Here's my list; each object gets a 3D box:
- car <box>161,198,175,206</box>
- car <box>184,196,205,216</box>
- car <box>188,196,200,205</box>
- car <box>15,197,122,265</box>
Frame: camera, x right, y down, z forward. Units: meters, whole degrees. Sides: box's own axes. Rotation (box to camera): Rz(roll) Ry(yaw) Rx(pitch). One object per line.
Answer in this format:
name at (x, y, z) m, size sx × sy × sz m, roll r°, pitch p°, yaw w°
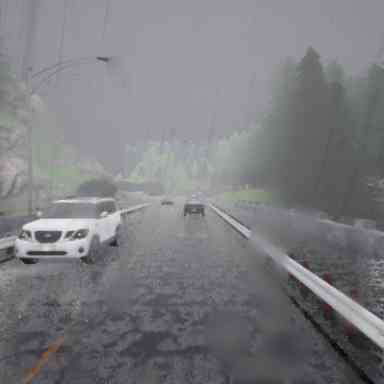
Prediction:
car at (-3.855, 1.611, 53.586) m, size 1.895 × 1.301 × 4.718 m, roll 0°, pitch 0°, yaw 1°
car at (0.213, 1.483, 32.805) m, size 1.882 × 1.535 × 5.008 m, roll 0°, pitch 0°, yaw 0°
car at (0.300, 1.501, 60.644) m, size 2.128 × 1.511 × 4.902 m, roll 0°, pitch 0°, yaw 0°
car at (-4.042, 1.226, 12.006) m, size 2.150 × 2.045 × 5.566 m, roll 0°, pitch 0°, yaw 0°
